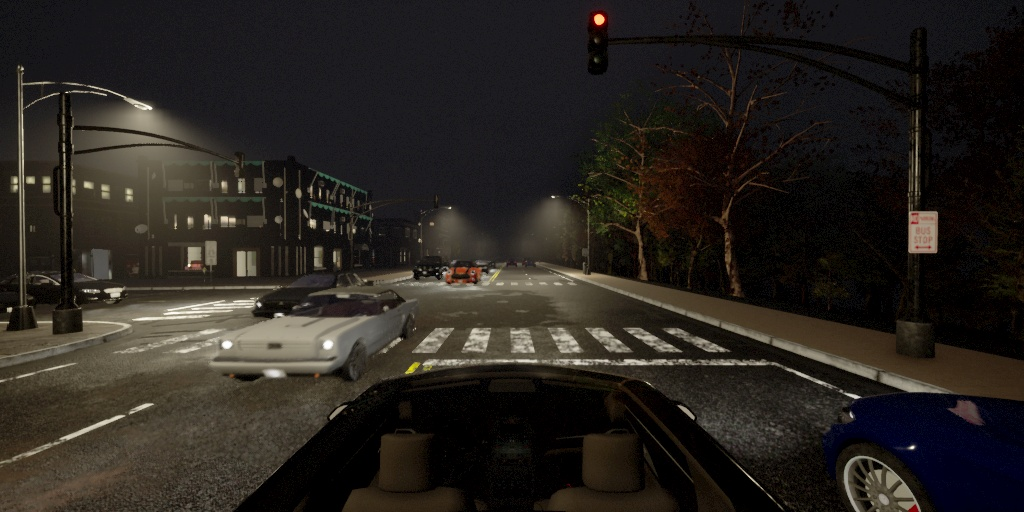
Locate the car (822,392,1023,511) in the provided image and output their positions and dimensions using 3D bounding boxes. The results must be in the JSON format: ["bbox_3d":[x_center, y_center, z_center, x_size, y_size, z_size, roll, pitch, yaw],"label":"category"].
[{"bbox_3d":[3.358,1.276,0.873,1.812,1.442,4.674,0,0,1],"label":"car"}]

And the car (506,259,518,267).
[{"bbox_3d":[-0.052,1.251,64.955,1.812,1.442,4.674,0,0,0],"label":"car"}]

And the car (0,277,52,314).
[{"bbox_3d":[-19.973,1.565,12.833,4.313,1.339,1.948,0,0,0],"label":"car"}]

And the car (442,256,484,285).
[{"bbox_3d":[-3.407,1.094,25.856,2.097,1.767,4.553,0,0,0],"label":"car"}]

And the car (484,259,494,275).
[{"bbox_3d":[-3.437,1.226,39.522,2.128,1.511,4.902,0,0,0],"label":"car"}]

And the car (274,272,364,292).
[{"bbox_3d":[-6.627,1.295,12.879,2.033,1.411,5.357,0,0,0],"label":"car"}]

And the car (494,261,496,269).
[{"bbox_3d":[-3.460,1.222,55.022,2.128,1.511,4.902,0,0,0],"label":"car"}]

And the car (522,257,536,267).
[{"bbox_3d":[3.212,1.274,63.678,2.033,1.411,5.357,0,0,0],"label":"car"}]

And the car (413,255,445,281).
[{"bbox_3d":[-6.737,0.962,30.819,2.150,2.045,5.566,0,0,2],"label":"car"}]

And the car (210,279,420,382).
[{"bbox_3d":[-3.363,1.350,7.273,1.895,1.301,4.718,0,0,0],"label":"car"}]

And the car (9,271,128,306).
[{"bbox_3d":[-19.654,1.459,15.540,4.902,1.511,2.128,-1,1,0],"label":"car"}]
